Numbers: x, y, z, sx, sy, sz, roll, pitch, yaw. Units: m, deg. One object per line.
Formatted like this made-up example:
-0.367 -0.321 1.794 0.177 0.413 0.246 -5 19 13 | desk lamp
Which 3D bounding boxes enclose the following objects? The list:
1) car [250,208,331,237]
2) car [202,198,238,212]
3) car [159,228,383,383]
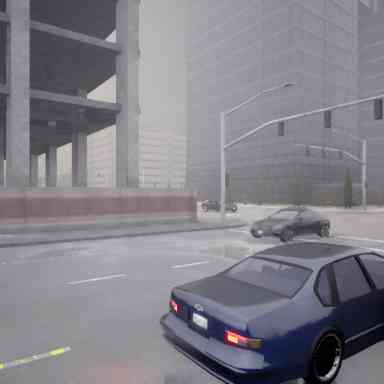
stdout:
4.906 1.527 16.176 4.674 1.442 1.812 0 0 -36 | car
3.073 1.507 37.407 1.837 1.490 4.892 0 0 -36 | car
2.148 1.548 5.323 5.357 1.411 2.033 0 0 -35 | car
